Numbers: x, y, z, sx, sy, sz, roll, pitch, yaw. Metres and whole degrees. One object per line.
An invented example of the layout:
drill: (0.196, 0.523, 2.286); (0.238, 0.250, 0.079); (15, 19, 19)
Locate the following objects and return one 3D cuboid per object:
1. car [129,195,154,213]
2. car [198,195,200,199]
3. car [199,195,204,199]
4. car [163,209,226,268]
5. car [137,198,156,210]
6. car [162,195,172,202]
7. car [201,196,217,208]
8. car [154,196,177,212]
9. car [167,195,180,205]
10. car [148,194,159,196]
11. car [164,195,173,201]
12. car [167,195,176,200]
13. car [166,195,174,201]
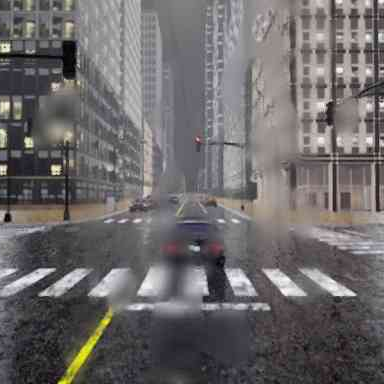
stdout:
car: (-5.669, 1.403, 36.659); (1.967, 1.590, 4.097); (1, 0, 0)
car: (2.713, 1.502, 64.603); (1.947, 1.339, 4.313); (1, 0, 0)
car: (2.713, 1.466, 59.196); (1.752, 1.417, 4.829); (1, 0, 0)
car: (0.080, 1.536, 11.250); (2.033, 1.411, 5.357); (0, 0, 0)
car: (-5.671, 1.540, 42.235); (1.802, 1.307, 4.206); (1, 0, 0)
car: (-5.665, 1.470, 75.685); (1.887, 1.381, 4.507); (1, 0, 0)
car: (2.710, 1.534, 47.870); (1.802, 1.307, 4.206); (1, 0, 0)
car: (-3.090, 1.487, 38.310); (1.812, 1.442, 4.674); (0, 0, 0)
car: (-3.052, 1.450, 55.838); (1.837, 1.490, 4.892); (0, 0, 0)
car: (-5.665, 1.267, 47.810); (2.192, 1.841, 5.009); (1, 0, 0)
car: (-5.664, 1.471, 81.261); (2.008, 1.369, 4.403); (1, 0, 0)
car: (-5.663, 1.461, 92.411); (2.008, 1.369, 4.403); (1, 0, 0)
car: (-5.664, 1.460, 86.836); (1.887, 1.381, 4.507); (1, 0, 0)
